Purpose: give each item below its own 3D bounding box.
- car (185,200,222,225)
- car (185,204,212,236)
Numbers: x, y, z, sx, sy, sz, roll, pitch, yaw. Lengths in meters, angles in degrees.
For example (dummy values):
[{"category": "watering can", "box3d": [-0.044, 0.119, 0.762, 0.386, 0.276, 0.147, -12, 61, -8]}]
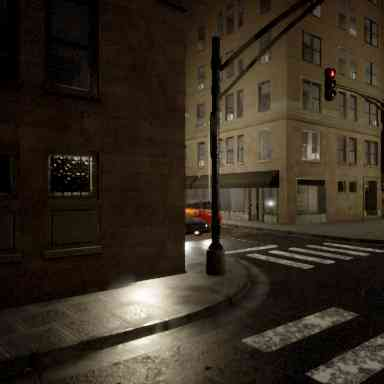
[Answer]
[{"category": "car", "box3d": [-0.158, 1.317, 21.536, 2.097, 1.767, 4.553, 0, 0, -35]}, {"category": "car", "box3d": [-1.318, 1.515, 17.734, 2.033, 1.411, 5.357, 0, 0, -36]}]
